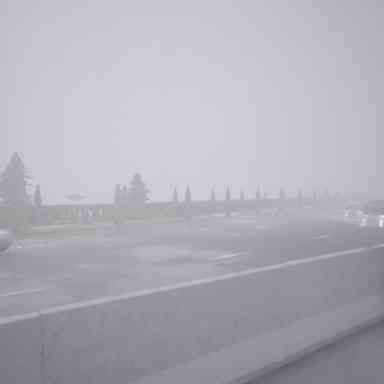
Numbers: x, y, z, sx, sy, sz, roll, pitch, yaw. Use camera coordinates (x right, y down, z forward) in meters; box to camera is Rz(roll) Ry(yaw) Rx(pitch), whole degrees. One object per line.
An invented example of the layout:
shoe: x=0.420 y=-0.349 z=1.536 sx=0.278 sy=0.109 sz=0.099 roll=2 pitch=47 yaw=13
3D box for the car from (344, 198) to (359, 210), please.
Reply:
car: x=20.316 y=1.491 z=40.818 sx=1.812 sy=1.442 sz=4.674 roll=0 pitch=0 yaw=40

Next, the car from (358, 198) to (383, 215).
car: x=18.602 y=1.469 z=33.383 sx=1.837 sy=1.490 sz=4.892 roll=0 pitch=-1 yaw=40

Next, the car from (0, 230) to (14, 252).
car: x=-8.576 y=1.657 z=10.839 sx=4.718 sy=1.301 sz=1.895 roll=0 pitch=0 yaw=-36
